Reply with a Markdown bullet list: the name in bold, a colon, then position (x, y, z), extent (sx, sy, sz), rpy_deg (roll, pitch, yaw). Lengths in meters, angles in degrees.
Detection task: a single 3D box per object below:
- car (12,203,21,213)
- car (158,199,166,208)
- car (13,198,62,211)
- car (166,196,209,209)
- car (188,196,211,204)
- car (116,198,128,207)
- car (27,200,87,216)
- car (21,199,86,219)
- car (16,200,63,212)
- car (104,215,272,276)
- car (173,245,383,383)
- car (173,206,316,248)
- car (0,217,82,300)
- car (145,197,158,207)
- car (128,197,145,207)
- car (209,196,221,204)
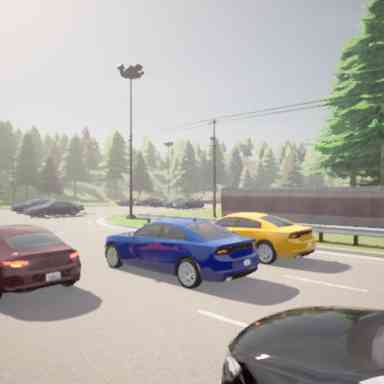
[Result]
- **car**: position (-16.603, 1.499, 35.847), extent (1.882, 1.535, 5.008), rpy_deg (0, 0, 43)
- **car**: position (-2.077, 1.547, 46.407), extent (1.812, 1.442, 4.674), rpy_deg (0, 0, 43)
- **car**: position (-19.788, 1.573, 42.717), extent (2.033, 1.411, 5.357), rpy_deg (0, 0, 43)
- **car**: position (-0.466, 1.511, 42.995), extent (2.128, 1.511, 4.902), rpy_deg (0, 0, 43)
- **car**: position (1.522, 1.554, 65.695), extent (1.812, 1.442, 4.674), rpy_deg (0, 0, 43)
- **car**: position (-10.007, 1.590, 53.296), extent (1.994, 1.385, 4.181), rpy_deg (0, 0, 43)
- **car**: position (-13.641, 1.567, 33.896), extent (2.033, 1.411, 5.357), rpy_deg (0, 0, 43)
- **car**: position (-12.437, 1.543, 30.044), extent (1.812, 1.442, 4.674), rpy_deg (0, 0, 43)
- **car**: position (-18.045, 1.624, 39.444), extent (1.895, 1.301, 4.718), rpy_deg (0, 0, 43)
- **car**: position (-0.539, 1.482, 9.376), extent (5.008, 1.535, 1.882), rpy_deg (0, 0, 43)
- **car**: position (2.378, 1.492, 2.016), extent (4.902, 1.511, 2.128), rpy_deg (0, 0, 42)
- **car**: position (1.827, 1.482, 11.956), extent (5.008, 1.535, 1.882), rpy_deg (0, 0, 43)
- **car**: position (-4.481, 1.531, 8.247), extent (4.674, 1.442, 1.812), rpy_deg (0, 0, 43)
- **car**: position (-4.196, 1.624, 49.276), extent (1.895, 1.301, 4.718), rpy_deg (0, 0, 43)
- **car**: position (-6.868, 1.517, 51.537), extent (2.128, 1.511, 4.902), rpy_deg (0, 0, 43)
- **car**: position (4.136, 1.504, 63.405), extent (1.882, 1.535, 5.008), rpy_deg (0, 0, 43)
